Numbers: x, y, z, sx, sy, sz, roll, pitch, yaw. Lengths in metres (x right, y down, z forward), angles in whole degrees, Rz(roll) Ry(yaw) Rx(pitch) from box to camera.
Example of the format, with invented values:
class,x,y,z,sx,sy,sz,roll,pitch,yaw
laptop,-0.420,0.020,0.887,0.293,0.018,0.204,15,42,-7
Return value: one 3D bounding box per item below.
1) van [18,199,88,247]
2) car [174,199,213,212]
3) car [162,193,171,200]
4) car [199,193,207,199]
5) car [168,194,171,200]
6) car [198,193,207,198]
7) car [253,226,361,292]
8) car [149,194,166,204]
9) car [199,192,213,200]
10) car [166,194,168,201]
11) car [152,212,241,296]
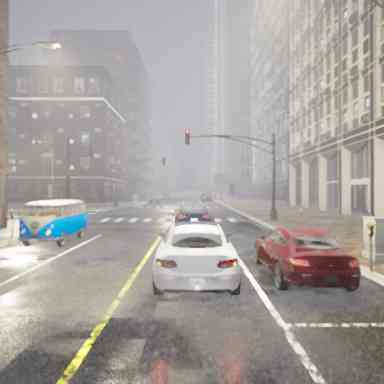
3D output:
class,x,y,z,sx,sy,sz,roll,pitch,yaw
van,-5.768,1.232,14.170,1.690,1.788,3.998,1,0,0
car,0.068,1.363,18.365,2.163,1.488,4.792,0,0,-1
car,-5.717,1.006,74.705,1.802,1.307,4.206,1,0,0
car,2.660,0.962,80.366,1.802,1.307,4.206,1,0,0
car,-5.711,1.078,63.396,1.947,1.339,4.313,1,0,0
car,2.658,0.887,86.020,2.008,1.369,4.403,1,0,0
car,2.698,1.516,8.492,1.802,1.307,4.206,1,0,0
car,-5.704,1.150,52.087,2.008,1.369,4.403,1,0,0
car,2.672,1.137,57.748,1.802,1.307,4.206,1,0,0
car,-5.707,1.106,57.741,2.008,1.369,4.403,1,0,0
car,0.101,1.461,8.349,1.812,1.442,4.674,0,1,0
